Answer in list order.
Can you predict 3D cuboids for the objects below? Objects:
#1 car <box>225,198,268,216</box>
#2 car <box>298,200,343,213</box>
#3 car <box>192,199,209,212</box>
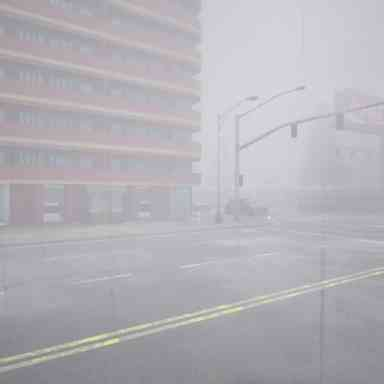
[{"bbox_3d":[5.240,1.352,32.389,2.097,1.767,4.553,0,0,-34],"label":"car"},{"bbox_3d":[14.462,1.601,37.848,1.895,1.301,4.718,0,0,-34],"label":"car"},{"bbox_3d":[0.261,1.526,39.812,1.812,1.442,4.674,0,0,-34],"label":"car"}]
